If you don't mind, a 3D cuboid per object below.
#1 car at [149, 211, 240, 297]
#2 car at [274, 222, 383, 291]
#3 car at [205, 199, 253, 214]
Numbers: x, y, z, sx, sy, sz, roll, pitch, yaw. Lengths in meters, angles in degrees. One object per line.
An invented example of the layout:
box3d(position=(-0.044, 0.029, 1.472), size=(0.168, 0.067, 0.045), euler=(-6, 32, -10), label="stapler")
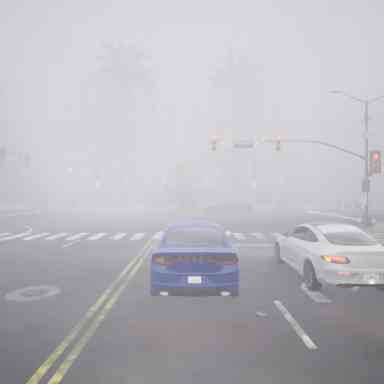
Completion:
box3d(position=(0.062, 1.478, 8.650), size=(1.882, 1.535, 5.008), euler=(0, 0, 0), label="car")
box3d(position=(3.563, 1.526, 8.901), size=(1.812, 1.442, 4.674), euler=(0, 0, 0), label="car")
box3d(position=(3.786, 1.505, 34.141), size=(4.892, 1.490, 1.837), euler=(0, 0, 0), label="car")
